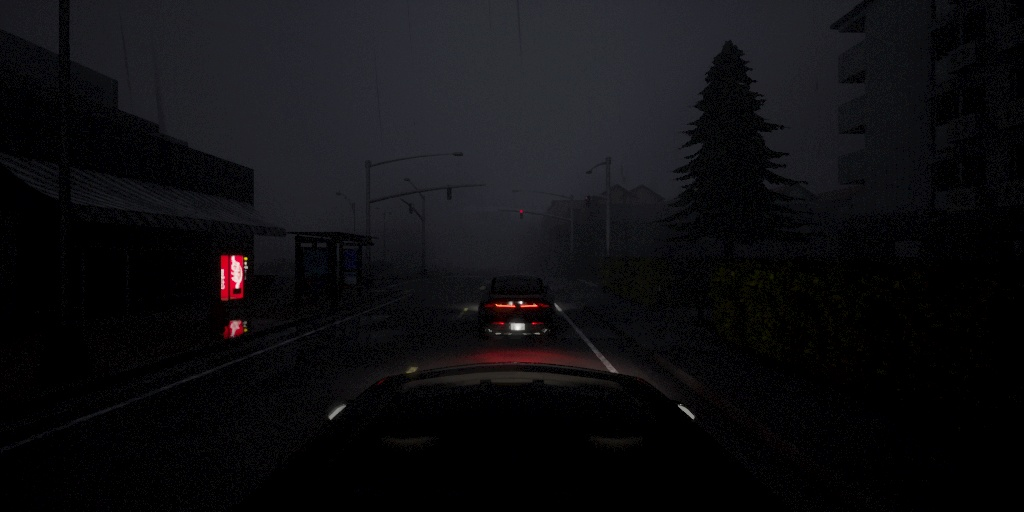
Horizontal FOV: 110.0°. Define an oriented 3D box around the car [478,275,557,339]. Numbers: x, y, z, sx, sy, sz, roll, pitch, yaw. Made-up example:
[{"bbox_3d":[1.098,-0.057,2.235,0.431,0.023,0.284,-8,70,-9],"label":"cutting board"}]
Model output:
[{"bbox_3d":[0.118,1.255,10.038,1.837,1.490,4.892,0,0,0],"label":"car"}]
